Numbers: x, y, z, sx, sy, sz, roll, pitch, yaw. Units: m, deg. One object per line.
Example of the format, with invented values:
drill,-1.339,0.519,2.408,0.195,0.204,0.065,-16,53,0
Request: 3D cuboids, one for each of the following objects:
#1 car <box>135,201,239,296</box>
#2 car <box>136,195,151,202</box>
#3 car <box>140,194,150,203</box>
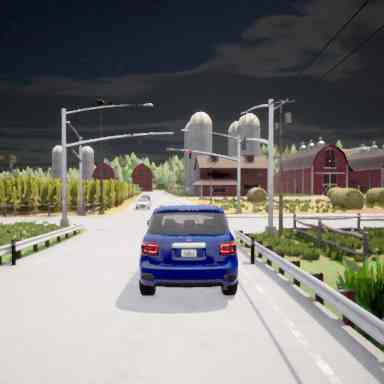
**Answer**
car,-0.109,1.367,9.145,2.150,2.045,5.566,0,-2,-1
car,-6.404,1.515,43.799,1.812,1.442,4.674,0,1,-7
car,-8.929,1.197,63.962,1.812,1.442,4.674,0,1,-7
